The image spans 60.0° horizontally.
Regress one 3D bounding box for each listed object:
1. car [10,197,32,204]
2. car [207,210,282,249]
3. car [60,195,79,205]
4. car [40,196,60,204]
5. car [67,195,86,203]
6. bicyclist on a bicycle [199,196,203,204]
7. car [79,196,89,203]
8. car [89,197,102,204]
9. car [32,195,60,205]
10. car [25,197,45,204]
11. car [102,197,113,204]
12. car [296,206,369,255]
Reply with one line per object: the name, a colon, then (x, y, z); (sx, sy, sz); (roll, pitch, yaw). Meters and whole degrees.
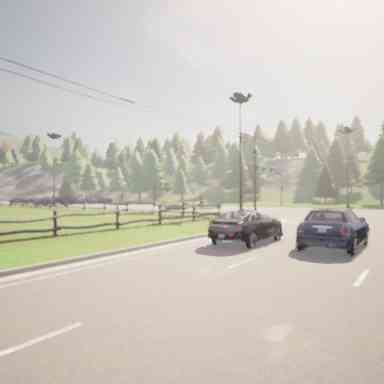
car: (-36.585, 1.806, 70.295); (4.892, 1.490, 1.837); (0, 0, 35)
car: (2.550, 1.562, 15.115); (2.128, 1.511, 4.902); (0, -1, 35)
car: (-25.803, 1.562, 66.960); (5.566, 2.045, 2.150); (0, 0, 35)
car: (-32.543, 1.808, 76.011); (5.008, 1.535, 1.882); (0, 0, 35)
car: (-28.477, 1.708, 81.709); (4.553, 1.767, 2.097); (0, 0, 35)
bicyclist on a bicycle: (1.796, 1.621, 65.284); (0.582, 1.620, 1.656); (0, 0, 35)
car: (-24.514, 1.906, 70.333); (4.181, 1.385, 1.994); (0, 0, 35)
car: (-22.469, 1.918, 73.174); (4.181, 1.385, 1.994); (0, 0, 35)
car: (-28.294, 1.681, 64.434); (4.553, 1.767, 2.097); (0, 0, 35)
car: (-34.564, 1.844, 73.153); (4.674, 1.442, 1.812); (0, 0, 35)
car: (-20.115, 1.878, 75.796); (4.892, 1.490, 1.837); (0, 0, 35)
car: (5.984, 1.420, 13.914); (2.097, 1.767, 4.553); (0, 0, 35)
